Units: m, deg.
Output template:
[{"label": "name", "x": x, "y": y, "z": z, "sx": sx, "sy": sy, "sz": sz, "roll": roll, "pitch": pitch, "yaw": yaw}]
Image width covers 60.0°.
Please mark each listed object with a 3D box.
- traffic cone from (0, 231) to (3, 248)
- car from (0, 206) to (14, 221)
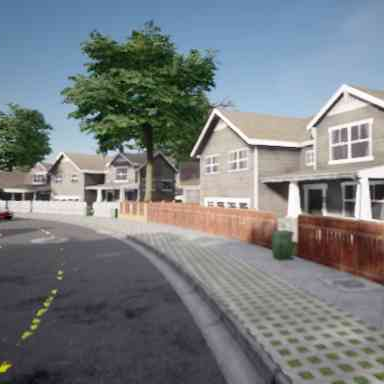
[{"label": "traffic cone", "x": -8.340, "y": 2.098, "z": 14.308, "sx": 0.340, "sy": 0.580, "sz": 0.340, "roll": 0, "pitch": 0, "yaw": -26}, {"label": "car", "x": -17.141, "y": 1.857, "z": 28.645, "sx": 4.718, "sy": 1.301, "sz": 1.895, "roll": -1, "pitch": 0, "yaw": 40}]
